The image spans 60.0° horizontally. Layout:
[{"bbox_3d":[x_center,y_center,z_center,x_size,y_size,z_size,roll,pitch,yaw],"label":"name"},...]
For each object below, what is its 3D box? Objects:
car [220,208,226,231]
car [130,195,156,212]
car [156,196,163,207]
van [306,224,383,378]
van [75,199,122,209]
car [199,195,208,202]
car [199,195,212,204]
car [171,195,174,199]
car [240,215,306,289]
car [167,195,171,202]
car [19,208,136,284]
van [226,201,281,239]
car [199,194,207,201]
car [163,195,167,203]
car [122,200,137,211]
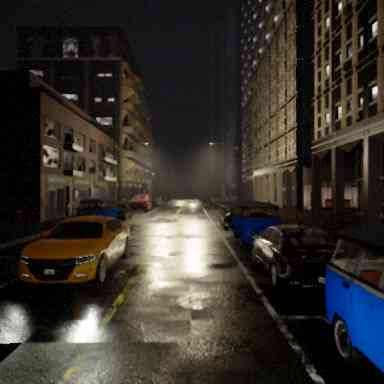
[{"bbox_3d":[2.685,1.531,20.200,1.947,1.339,4.313,0,0,0],"label":"car"},{"bbox_3d":[-5.700,1.256,37.143,2.192,1.841,5.009,0,0,0],"label":"car"},{"bbox_3d":[-5.703,1.492,48.441,1.947,1.339,4.313,0,0,0],"label":"car"},{"bbox_3d":[2.691,1.335,3.254,1.690,1.788,3.998,0,0,0],"label":"van"},{"bbox_3d":[-5.695,1.307,20.197,1.690,1.788,3.998,0,0,0],"label":"van"},{"bbox_3d":[2.668,1.482,76.686,1.802,1.307,4.206,0,0,0],"label":"car"},{"bbox_3d":[2.674,1.496,59.740,1.802,1.307,4.206,0,0,0],"label":"car"},{"bbox_3d":[-5.711,1.445,76.684,1.887,1.381,4.507,0,0,0],"label":"car"},{"bbox_3d":[2.689,1.535,8.903,2.008,1.369,4.403,0,0,0],"label":"car"},{"bbox_3d":[-5.708,1.434,65.216,1.752,1.417,4.829,0,0,0],"label":"car"},{"bbox_3d":[-3.086,1.460,9.706,1.882,1.535,5.008,0,0,0],"label":"car"},{"bbox_3d":[2.688,1.315,14.551,1.690,1.788,3.998,0,0,0],"label":"van"},{"bbox_3d":[2.667,1.337,82.334,1.967,1.590,4.097,0,0,0],"label":"car"},{"bbox_3d":[-5.704,1.471,54.089,2.008,1.369,4.403,0,0,0],"label":"car"},{"bbox_3d":[-5.696,1.539,25.846,1.802,1.307,4.206,0,0,0],"label":"car"}]
